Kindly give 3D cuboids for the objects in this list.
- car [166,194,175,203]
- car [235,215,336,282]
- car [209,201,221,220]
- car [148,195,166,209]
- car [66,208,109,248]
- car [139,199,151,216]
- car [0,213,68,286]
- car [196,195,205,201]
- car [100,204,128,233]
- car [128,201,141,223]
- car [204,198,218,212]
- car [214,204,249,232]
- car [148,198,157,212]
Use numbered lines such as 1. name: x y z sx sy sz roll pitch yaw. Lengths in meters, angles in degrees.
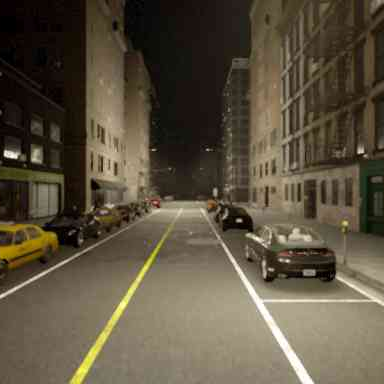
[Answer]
1. car: -5.480 1.711 73.985 2.008 1.369 4.403 0 0 0
2. car: 2.625 1.576 9.633 2.008 1.369 4.403 0 0 0
3. car: 2.605 1.632 25.871 1.947 1.339 4.313 0 0 0
4. car: -5.447 1.424 47.522 2.192 1.841 5.009 0 0 0
5. car: -5.407 1.605 15.045 1.947 1.339 4.313 0 0 0
6. car: -5.427 1.629 31.283 2.008 1.369 4.403 0 0 0
7. car: -5.400 1.550 9.462 1.752 1.417 4.829 0 0 0
8. car: 2.524 1.627 90.350 1.967 1.590 4.097 0 0 0
9. car: -5.414 1.578 20.287 1.752 1.417 4.829 0 0 0
10. car: -5.421 1.648 25.870 1.802 1.307 4.206 0 0 0
11. car: 2.591 1.614 36.867 1.752 1.417 4.829 0 0 0
12. car: 2.611 1.619 20.458 1.947 1.339 4.313 0 0 0
13. car: -5.434 1.639 36.696 2.008 1.369 4.403 0 0 0
